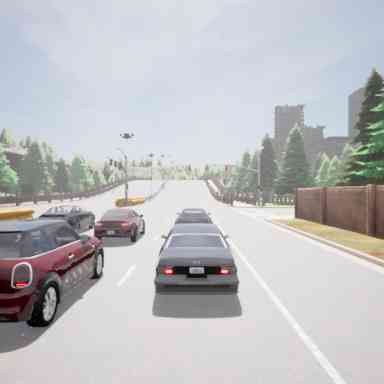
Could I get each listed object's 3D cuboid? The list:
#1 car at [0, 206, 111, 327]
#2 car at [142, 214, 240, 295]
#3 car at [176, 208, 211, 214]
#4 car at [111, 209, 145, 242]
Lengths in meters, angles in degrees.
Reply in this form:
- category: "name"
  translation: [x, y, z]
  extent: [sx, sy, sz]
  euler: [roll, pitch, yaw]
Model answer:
- category: "car"
  translation: [-3.408, 1.352, 7.175]
  extent: [2.097, 1.767, 4.553]
  euler: [0, 0, 0]
- category: "car"
  translation: [0.091, 1.547, 8.883]
  extent: [2.033, 1.411, 5.357]
  euler: [0, 0, 0]
- category: "car"
  translation: [0.084, 1.563, 18.124]
  extent: [1.994, 1.385, 4.181]
  euler: [0, 0, 0]
- category: "car"
  translation: [-3.418, 1.525, 16.169]
  extent: [1.812, 1.442, 4.674]
  euler: [0, 0, -1]
